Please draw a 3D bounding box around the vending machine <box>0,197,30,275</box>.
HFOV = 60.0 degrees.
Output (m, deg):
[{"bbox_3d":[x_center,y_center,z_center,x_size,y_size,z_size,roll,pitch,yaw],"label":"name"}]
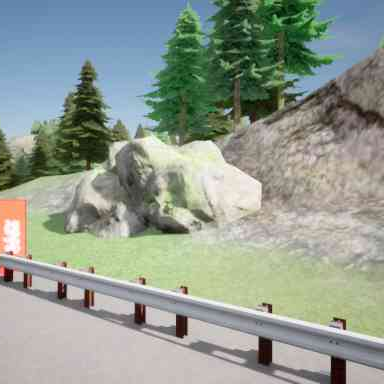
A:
[{"bbox_3d":[-5.416,1.195,9.531,0.880,2.100,1.100,0,0,35],"label":"vending machine"}]
